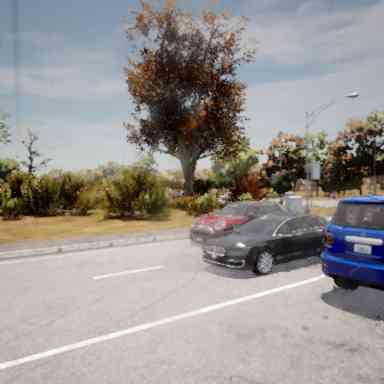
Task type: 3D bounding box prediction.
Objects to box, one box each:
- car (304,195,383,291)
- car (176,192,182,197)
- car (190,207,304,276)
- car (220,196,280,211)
[{"bbox_3d":[5.211,1.091,7.456,5.566,2.045,2.150,0,0,-35],"label":"car"},{"bbox_3d":[-2.687,0.799,69.301,1.882,1.535,5.008,-1,1,-36],"label":"car"},{"bbox_3d":[2.553,1.389,10.101,4.892,1.490,1.837,-1,1,-35],"label":"car"},{"bbox_3d":[2.113,1.207,14.081,4.553,1.767,2.097,-1,1,-35],"label":"car"}]
